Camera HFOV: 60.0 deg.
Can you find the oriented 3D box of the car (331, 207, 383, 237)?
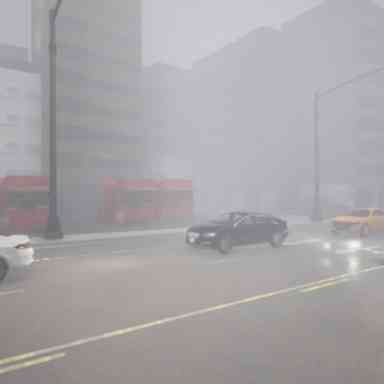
[{"bbox_3d":[10.288,1.687,19.836,5.008,1.535,1.882,1,-1,-35],"label":"car"}]

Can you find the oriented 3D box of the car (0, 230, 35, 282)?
[{"bbox_3d":[-6.377,1.517,8.005,4.674,1.442,1.812,1,0,-35],"label":"car"}]

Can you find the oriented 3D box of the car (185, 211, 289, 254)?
[{"bbox_3d":[2.002,1.580,13.970,4.902,1.511,2.128,1,0,-35],"label":"car"}]
